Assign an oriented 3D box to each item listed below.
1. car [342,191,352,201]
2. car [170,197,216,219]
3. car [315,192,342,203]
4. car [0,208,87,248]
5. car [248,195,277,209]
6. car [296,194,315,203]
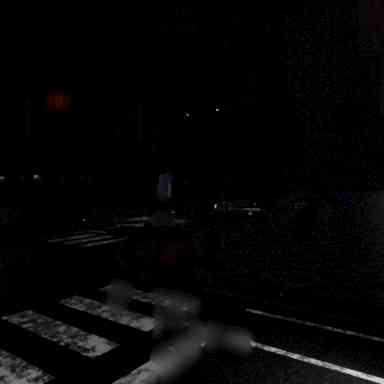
[{"bbox_3d":[25.394,0.653,55.701,1.882,1.535,5.008,0,1,36],"label":"car"},{"bbox_3d":[0.085,1.182,25.796,1.837,1.490,4.892,0,2,36],"label":"car"},{"bbox_3d":[19.511,0.814,47.473,1.837,1.490,4.892,0,1,36],"label":"car"},{"bbox_3d":[-7.032,1.412,14.563,2.033,1.411,5.357,0,1,25],"label":"car"},{"bbox_3d":[7.760,1.067,36.523,1.994,1.385,4.181,0,1,36],"label":"car"},{"bbox_3d":[16.943,0.897,49.231,1.895,1.301,4.718,0,1,36],"label":"car"}]
